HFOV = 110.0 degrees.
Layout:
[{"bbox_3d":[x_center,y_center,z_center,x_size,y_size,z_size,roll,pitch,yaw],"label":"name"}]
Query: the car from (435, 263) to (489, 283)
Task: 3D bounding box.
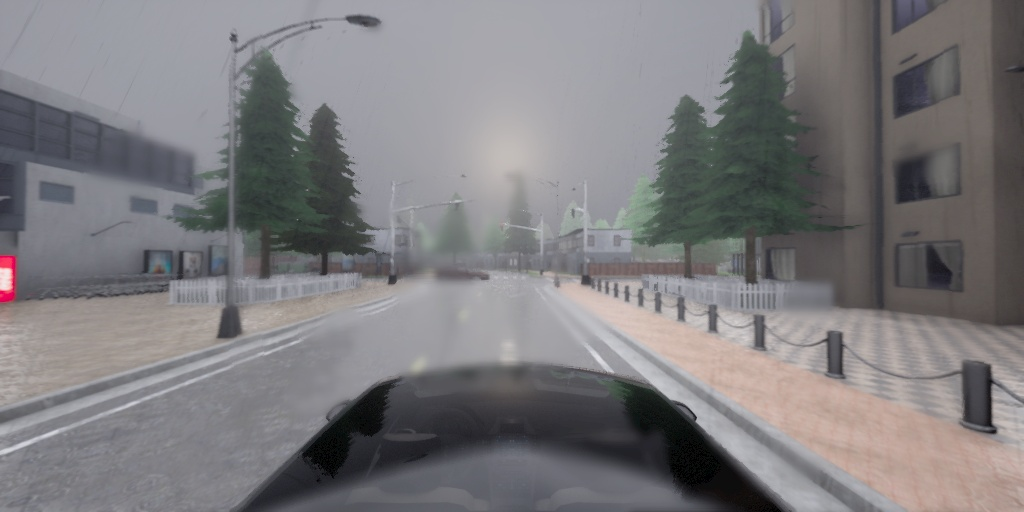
[{"bbox_3d":[-4.634,1.704,33.503,5.008,1.535,1.882,1,-1,2],"label":"car"}]
